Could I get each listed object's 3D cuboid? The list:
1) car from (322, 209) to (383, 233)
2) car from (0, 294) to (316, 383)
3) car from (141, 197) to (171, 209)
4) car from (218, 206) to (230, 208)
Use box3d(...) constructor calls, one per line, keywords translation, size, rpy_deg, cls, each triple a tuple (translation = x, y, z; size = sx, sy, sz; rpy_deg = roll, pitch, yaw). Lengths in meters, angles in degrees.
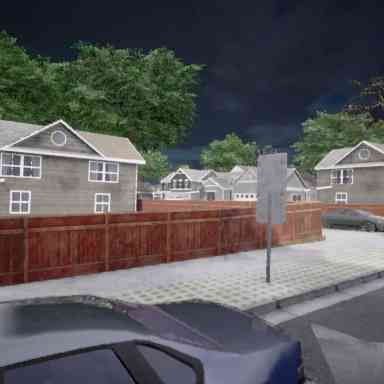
box3d(translation=(9.746, 1.682, 19.753), size=(1.994, 1.385, 4.181), rpy_deg=(2, -2, -35), cls="car")
box3d(translation=(-1.459, 1.547, 2.051), size=(5.357, 1.411, 2.033), rpy_deg=(0, 0, -36), cls="car")
box3d(translation=(-4.295, 1.617, 39.228), size=(2.150, 2.045, 5.566), rpy_deg=(3, -2, -37), cls="car")
box3d(translation=(3.371, 1.856, 28.769), size=(1.895, 1.301, 4.718), rpy_deg=(2, -2, -36), cls="car")
